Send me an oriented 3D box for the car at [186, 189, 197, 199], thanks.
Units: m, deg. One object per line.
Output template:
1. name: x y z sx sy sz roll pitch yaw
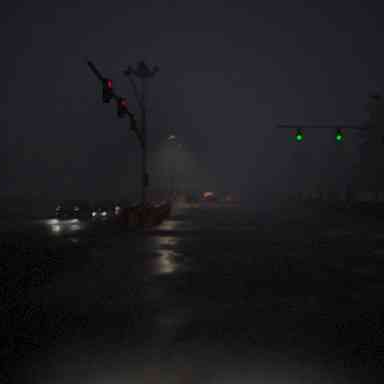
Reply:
1. car: -0.157 0.281 69.299 2.128 1.511 4.902 0 7 0

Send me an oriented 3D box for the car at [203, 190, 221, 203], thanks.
1. car: 3.497 1.075 59.099 2.128 1.511 4.902 0 3 0

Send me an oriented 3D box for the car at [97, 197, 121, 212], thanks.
1. car: -10.609 1.604 40.814 2.033 1.411 5.357 0 0 0

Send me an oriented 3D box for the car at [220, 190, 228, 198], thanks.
1. car: 6.844 0.304 69.154 1.812 1.442 4.674 0 7 0

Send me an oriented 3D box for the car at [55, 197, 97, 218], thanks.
1. car: -10.598 1.394 30.182 2.097 1.767 4.553 0 0 0

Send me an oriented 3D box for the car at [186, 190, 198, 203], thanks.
1. car: -0.002 0.924 59.248 2.097 1.767 4.553 0 3 0

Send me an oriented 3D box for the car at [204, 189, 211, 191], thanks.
1. car: 3.344 0.136 69.121 2.097 1.767 4.553 0 7 0

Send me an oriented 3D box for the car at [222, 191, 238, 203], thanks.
1. car: 6.999 1.119 58.959 1.812 1.442 4.674 0 3 0

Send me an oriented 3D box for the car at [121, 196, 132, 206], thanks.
1. car: -10.626 1.414 52.698 1.812 1.442 4.674 0 2 0
